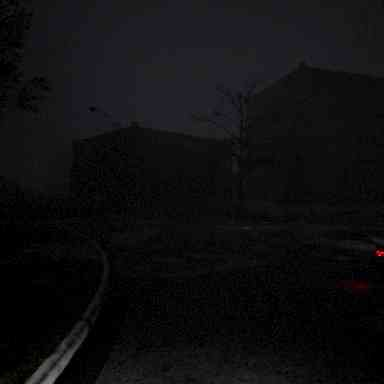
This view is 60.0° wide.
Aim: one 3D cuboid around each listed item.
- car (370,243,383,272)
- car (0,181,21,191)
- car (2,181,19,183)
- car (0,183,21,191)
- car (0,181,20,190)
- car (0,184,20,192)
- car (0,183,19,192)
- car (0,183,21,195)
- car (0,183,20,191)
[{"bbox_3d":[7.465,1.731,9.688,5.357,1.411,2.033,1,1,-31],"label":"car"},{"bbox_3d":[-40.823,-1.375,73.257,5.566,2.045,2.435,2,1,-29],"label":"car"},{"bbox_3d":[-32.884,-0.612,58.607,4.553,1.767,2.185,2,1,-29],"label":"car"},{"bbox_3d":[-42.021,-1.231,75.779,5.366,1.575,1.946,2,1,-29],"label":"car"},{"bbox_3d":[-43.580,-1.598,78.224,5.566,2.045,2.435,2,1,-29],"label":"car"},{"bbox_3d":[-38.278,-0.912,68.473,5.008,1.535,2.097,2,1,-29],"label":"car"},{"bbox_3d":[-36.858,-0.923,65.937,4.553,1.767,2.185,2,1,-29],"label":"car"},{"bbox_3d":[-30.355,-0.277,53.804,4.792,1.488,2.163,2,1,-29],"label":"car"},{"bbox_3d":[-39.532,-1.015,70.811,4.892,1.521,2.231,2,1,-29],"label":"car"}]
